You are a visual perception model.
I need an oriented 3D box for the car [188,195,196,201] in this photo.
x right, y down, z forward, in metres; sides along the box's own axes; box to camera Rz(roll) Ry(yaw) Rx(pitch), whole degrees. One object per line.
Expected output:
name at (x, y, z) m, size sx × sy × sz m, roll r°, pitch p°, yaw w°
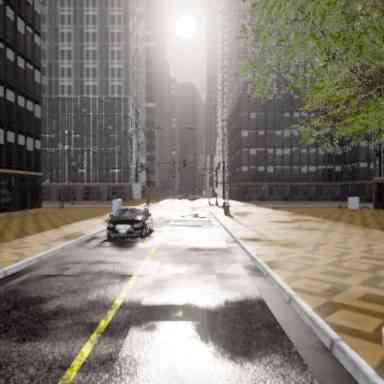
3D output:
car at (0.023, 1.623, 87.193) m, size 1.895 × 1.301 × 4.718 m, roll 0°, pitch 0°, yaw 0°

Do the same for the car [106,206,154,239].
car at (-3.093, 1.484, 17.324) m, size 2.128 × 1.511 × 4.902 m, roll 0°, pitch 0°, yaw 0°
